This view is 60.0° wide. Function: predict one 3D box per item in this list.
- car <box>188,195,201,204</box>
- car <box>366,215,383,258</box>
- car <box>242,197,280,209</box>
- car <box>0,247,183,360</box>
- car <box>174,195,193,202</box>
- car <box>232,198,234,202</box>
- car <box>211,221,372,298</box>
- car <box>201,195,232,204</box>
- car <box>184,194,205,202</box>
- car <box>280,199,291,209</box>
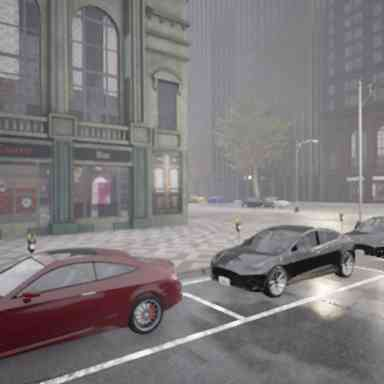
[{"bbox_3d":[-1.032,1.576,63.321,2.033,1.411,5.357,-1,0,-36],"label":"car"},{"bbox_3d":[7.022,1.518,11.769,4.313,1.339,1.947,0,0,-36],"label":"car"},{"bbox_3d":[8.783,1.464,44.169,1.882,1.535,5.008,-1,0,-36],"label":"car"},{"bbox_3d":[-2.103,1.579,5.149,4.206,1.307,1.802,0,0,-36],"label":"car"},{"bbox_3d":[-1.844,1.376,69.952,1.812,1.442,4.674,-1,0,-36],"label":"car"},{"bbox_3d":[5.964,1.438,64.803,1.882,1.535,5.008,-1,0,-36],"label":"car"},{"bbox_3d":[2.460,1.540,8.459,4.313,1.339,1.947,0,0,-36],"label":"car"},{"bbox_3d":[4.437,1.460,61.392,1.882,1.535,5.008,-1,0,-36],"label":"car"},{"bbox_3d":[0.537,1.320,72.203,1.882,1.535,5.008,-1,0,-36],"label":"car"},{"bbox_3d":[11.489,1.483,45.974,1.812,1.442,4.674,-1,0,-36],"label":"car"}]
